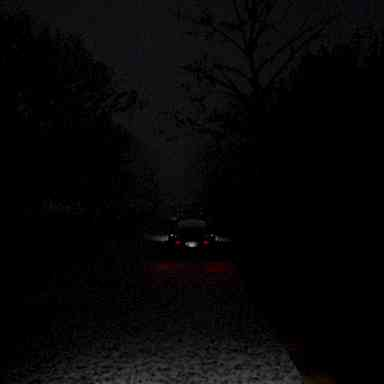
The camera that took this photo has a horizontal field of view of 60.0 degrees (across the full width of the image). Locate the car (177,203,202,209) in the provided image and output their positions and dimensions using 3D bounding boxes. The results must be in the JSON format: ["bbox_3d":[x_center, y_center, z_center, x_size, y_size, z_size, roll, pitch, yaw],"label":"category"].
[{"bbox_3d":[-0.038,1.870,28.356,1.994,1.385,4.181,0,-1,0],"label":"car"}]

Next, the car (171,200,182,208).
[{"bbox_3d":[-3.063,2.378,65.027,1.882,1.535,5.008,0,-1,0],"label":"car"}]

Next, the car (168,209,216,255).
[{"bbox_3d":[0.010,1.676,13.898,1.812,1.442,4.674,0,0,0],"label":"car"}]
